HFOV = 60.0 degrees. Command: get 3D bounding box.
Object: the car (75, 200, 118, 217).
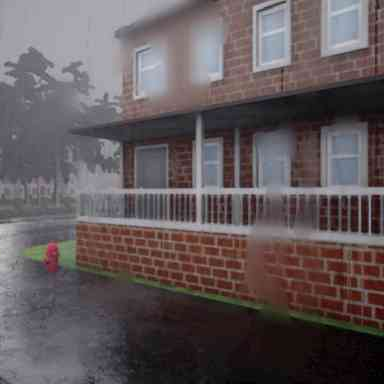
[{"bbox_3d":[-7.658,1.499,28.522,1.837,1.490,4.892,0,0,36],"label":"car"}]
